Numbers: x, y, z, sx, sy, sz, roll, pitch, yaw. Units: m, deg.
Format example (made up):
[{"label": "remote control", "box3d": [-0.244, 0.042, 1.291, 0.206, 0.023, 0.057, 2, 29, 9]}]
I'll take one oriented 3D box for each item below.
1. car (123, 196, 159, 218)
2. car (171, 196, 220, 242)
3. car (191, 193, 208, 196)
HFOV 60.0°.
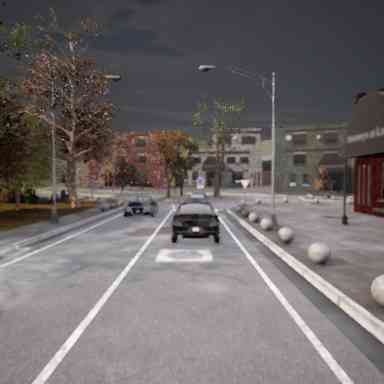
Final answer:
[{"label": "car", "box3d": [-3.451, 0.998, 23.278, 1.994, 1.385, 4.181, 0, 2, 1]}, {"label": "car", "box3d": [0.148, 1.151, 14.452, 1.882, 1.535, 5.008, 0, 1, 0]}, {"label": "car", "box3d": [0.646, 0.780, 29.084, 1.812, 1.442, 4.674, 0, 2, 8]}]
